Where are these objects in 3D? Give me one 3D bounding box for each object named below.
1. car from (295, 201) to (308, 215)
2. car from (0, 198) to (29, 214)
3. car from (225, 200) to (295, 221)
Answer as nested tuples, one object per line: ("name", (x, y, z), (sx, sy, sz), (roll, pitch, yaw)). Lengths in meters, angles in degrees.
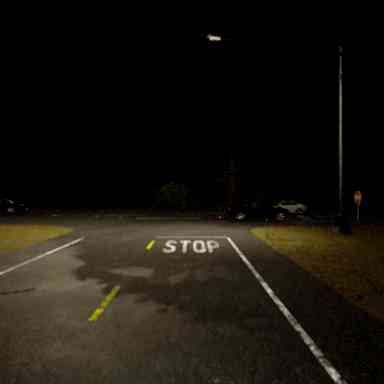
("car", (9.261, 1.577, 33.570), (4.674, 1.442, 1.812), (0, 0, -2))
("car", (-18.806, 1.414, 32.826), (4.892, 1.490, 1.837), (0, 0, -2))
("car", (5.172, 1.472, 26.450), (5.008, 1.535, 1.882), (0, 0, -2))
